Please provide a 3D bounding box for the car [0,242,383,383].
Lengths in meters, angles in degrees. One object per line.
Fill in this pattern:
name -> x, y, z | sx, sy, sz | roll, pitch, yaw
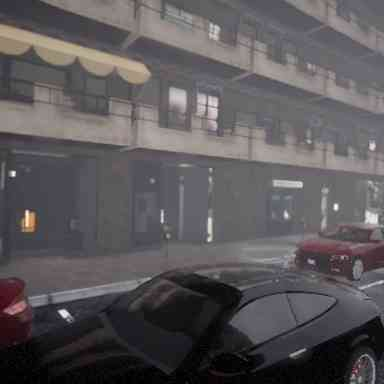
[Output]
car -> 0.180, 1.541, 3.382 | 4.674, 1.442, 1.812 | 1, 0, -35

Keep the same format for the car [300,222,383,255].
car -> 4.988, 1.619, 10.087 | 4.507, 1.381, 1.887 | 1, 1, -35

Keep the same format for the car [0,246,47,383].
car -> -4.052, 1.572, 3.655 | 4.206, 1.307, 1.802 | 1, 1, -35
